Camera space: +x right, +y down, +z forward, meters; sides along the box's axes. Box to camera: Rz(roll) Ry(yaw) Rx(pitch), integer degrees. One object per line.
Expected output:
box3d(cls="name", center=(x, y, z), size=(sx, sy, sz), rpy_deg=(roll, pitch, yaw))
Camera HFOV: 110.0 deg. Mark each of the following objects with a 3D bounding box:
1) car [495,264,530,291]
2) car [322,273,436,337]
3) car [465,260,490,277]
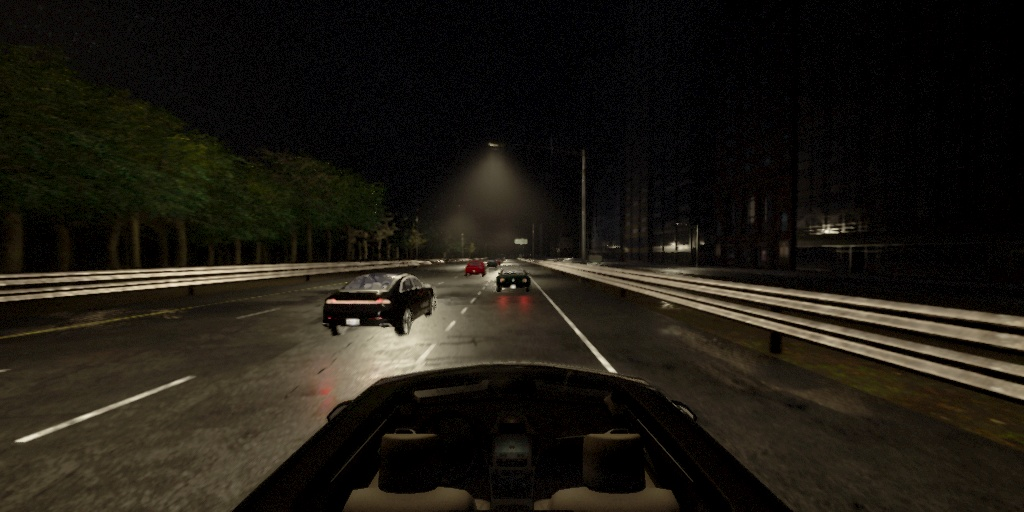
box3d(cls="car", center=(0.077, 1.373, 21.781), size=(1.895, 1.301, 4.718), rpy_deg=(0, 0, 0))
box3d(cls="car", center=(-3.501, 1.240, 10.319), size=(2.128, 1.511, 4.902), rpy_deg=(0, 0, 0))
box3d(cls="car", center=(-3.546, 1.262, 35.984), size=(1.882, 1.535, 5.008), rpy_deg=(0, 0, 0))
